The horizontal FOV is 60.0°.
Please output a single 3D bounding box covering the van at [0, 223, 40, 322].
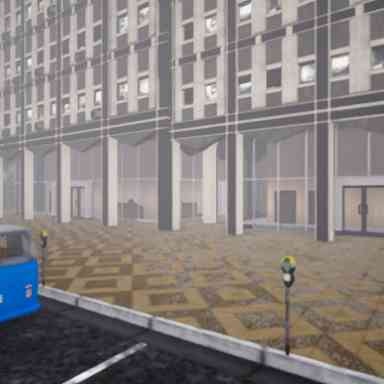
[{"bbox_3d":[-4.482,1.410,6.059,3.998,1.788,1.690,-1,0,35],"label":"van"}]
